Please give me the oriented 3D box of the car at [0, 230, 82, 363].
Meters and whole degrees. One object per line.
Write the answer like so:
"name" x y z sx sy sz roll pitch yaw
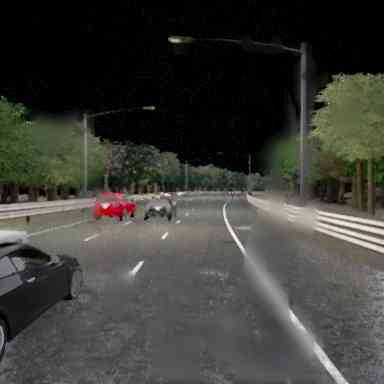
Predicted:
"car" -3.326 1.519 5.381 1.812 1.442 4.674 0 0 1

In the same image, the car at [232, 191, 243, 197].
"car" 12.270 0.613 92.678 1.812 1.442 4.674 0 1 13

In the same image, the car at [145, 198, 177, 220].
"car" -2.412 1.262 26.962 2.097 1.767 4.553 0 0 4

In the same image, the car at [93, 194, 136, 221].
"car" -5.983 1.136 26.260 2.150 2.045 5.566 0 0 4
